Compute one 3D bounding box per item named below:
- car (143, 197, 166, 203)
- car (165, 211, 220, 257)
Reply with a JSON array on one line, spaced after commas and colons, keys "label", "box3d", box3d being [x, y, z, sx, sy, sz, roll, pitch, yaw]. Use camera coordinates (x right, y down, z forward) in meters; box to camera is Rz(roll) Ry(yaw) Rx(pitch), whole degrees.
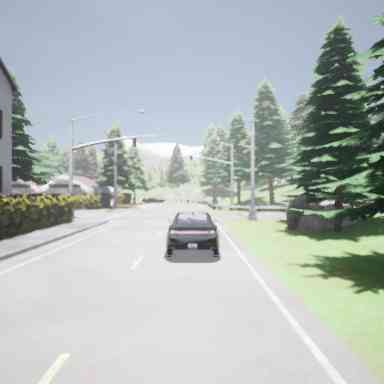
[{"label": "car", "box3d": [-7.398, 1.612, 66.336, 4.718, 1.301, 1.895, 0, 0, 35]}, {"label": "car", "box3d": [0.042, 1.494, 12.946, 2.128, 1.511, 4.902, 0, 0, 1]}]
